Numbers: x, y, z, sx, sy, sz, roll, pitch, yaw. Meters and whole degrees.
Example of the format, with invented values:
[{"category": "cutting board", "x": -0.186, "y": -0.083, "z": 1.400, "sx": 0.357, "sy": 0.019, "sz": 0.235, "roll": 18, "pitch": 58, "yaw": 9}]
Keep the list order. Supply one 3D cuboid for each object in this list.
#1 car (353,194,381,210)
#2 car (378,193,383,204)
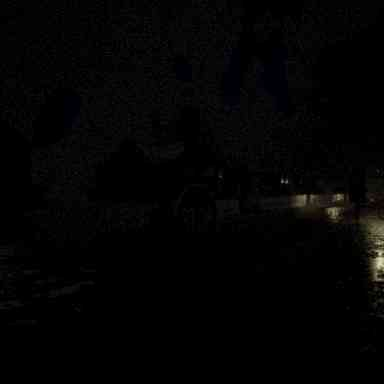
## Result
[{"category": "car", "x": 19.388, "y": 1.276, "z": 37.254, "sx": 2.033, "sy": 1.411, "sz": 5.357, "roll": -1, "pitch": 0, "yaw": 35}, {"category": "car", "x": 27.558, "y": 0.988, "z": 48.549, "sx": 2.097, "sy": 1.767, "sz": 4.553, "roll": -1, "pitch": 0, "yaw": 36}]
